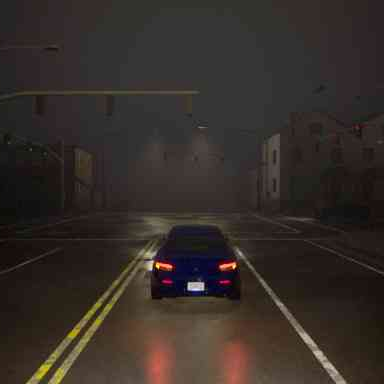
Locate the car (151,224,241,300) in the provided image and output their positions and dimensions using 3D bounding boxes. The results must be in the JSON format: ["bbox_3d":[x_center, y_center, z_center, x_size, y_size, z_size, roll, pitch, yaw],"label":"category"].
[{"bbox_3d":[0.087,1.526,8.263,1.812,1.442,4.674,0,0,0],"label":"car"}]

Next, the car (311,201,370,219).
[{"bbox_3d":[12.453,1.526,27.956,4.674,1.442,1.812,0,0,0],"label":"car"}]
